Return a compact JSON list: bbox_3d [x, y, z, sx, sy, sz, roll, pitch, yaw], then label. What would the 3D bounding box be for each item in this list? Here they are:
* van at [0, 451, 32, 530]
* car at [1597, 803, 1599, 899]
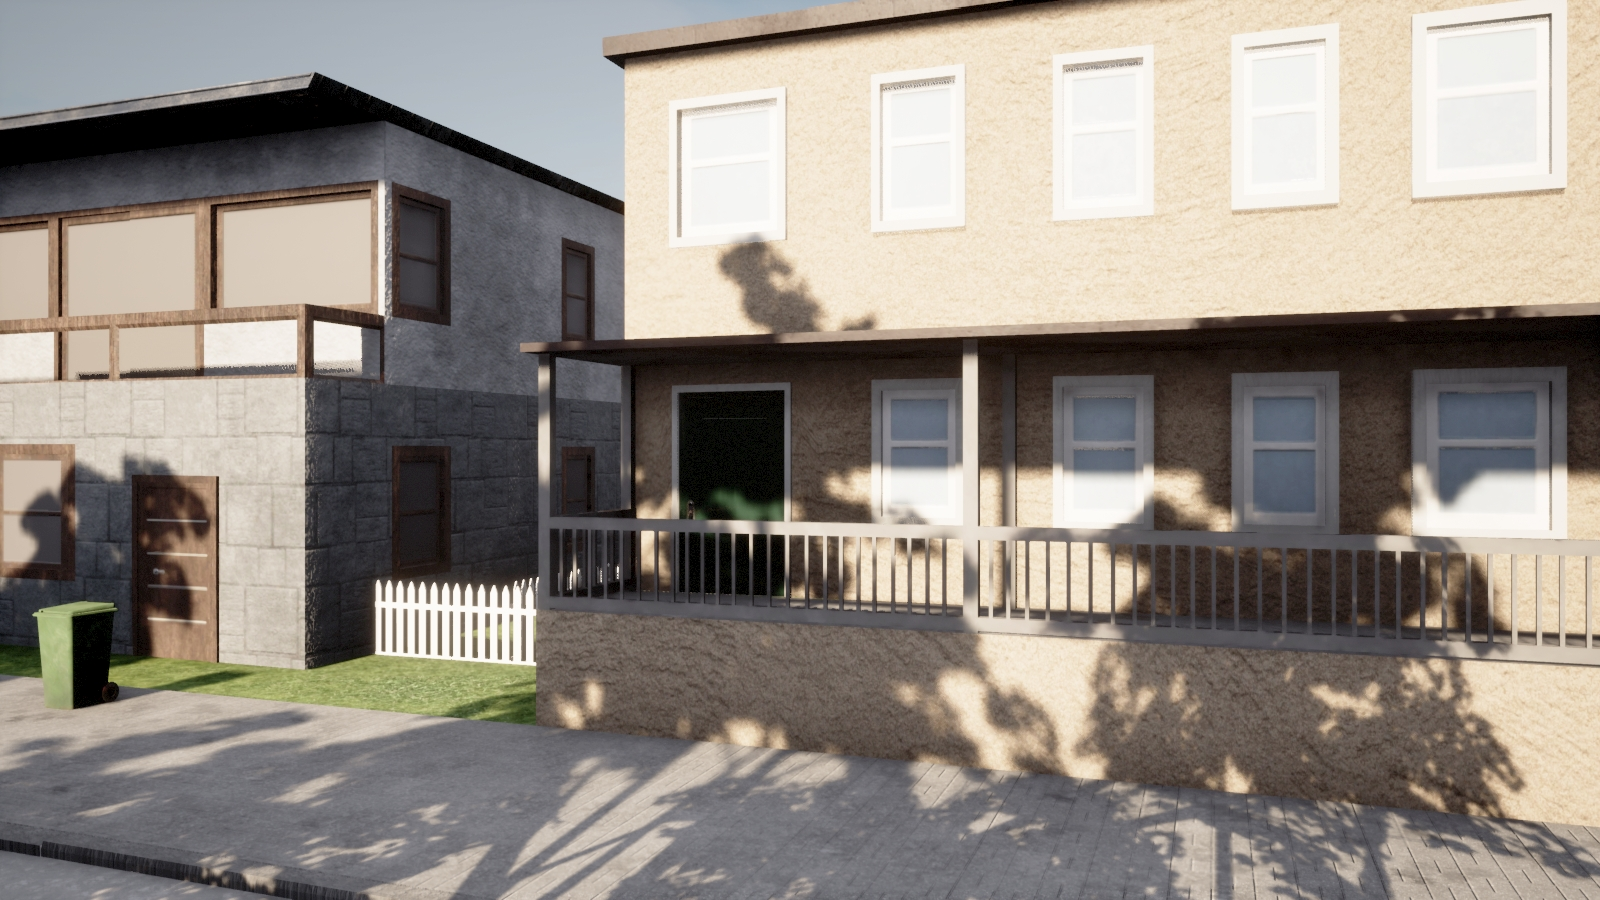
[{"bbox_3d":[-27.753,1.329,35.973,1.988,2.561,5.915,0,0,20],"label":"van"},{"bbox_3d":[4.346,1.898,2.251,4.181,1.385,1.994,0,0,20],"label":"car"}]
